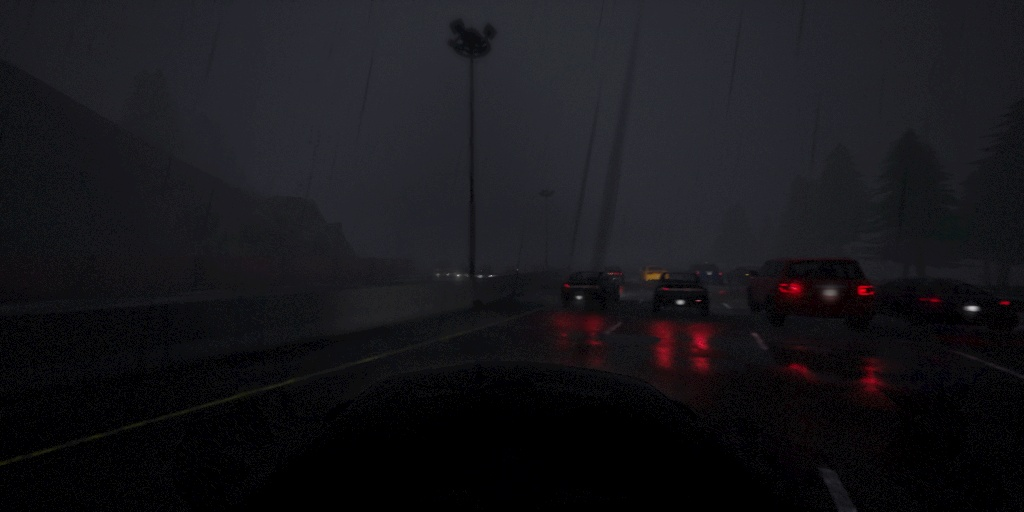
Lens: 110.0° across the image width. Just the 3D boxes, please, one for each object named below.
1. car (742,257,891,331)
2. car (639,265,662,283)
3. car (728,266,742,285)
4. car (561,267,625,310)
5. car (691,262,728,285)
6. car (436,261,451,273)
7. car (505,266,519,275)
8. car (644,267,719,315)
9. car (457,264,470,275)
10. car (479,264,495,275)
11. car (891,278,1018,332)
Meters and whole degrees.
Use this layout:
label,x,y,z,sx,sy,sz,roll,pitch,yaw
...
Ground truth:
label,x,y,z,sx,sy,sz,roll,pitch,yaw
car,9.335,1.057,11.698,2.150,2.045,5.566,-1,-1,25
car,12.295,1.560,31.320,1.882,1.535,5.008,0,0,13
car,18.913,1.539,28.898,1.812,1.442,4.674,0,-1,13
car,3.584,1.415,15.950,2.128,1.511,4.902,-1,-1,24
car,15.371,1.387,29.114,2.097,1.767,4.553,0,-1,13
car,-11.626,1.835,60.599,2.150,2.045,5.566,0,-1,-11
car,-0.082,2.034,52.150,1.895,1.301,4.718,0,-1,-3
car,6.683,1.376,14.326,2.128,1.511,4.902,-1,-1,24
car,-7.271,1.983,54.503,1.882,1.535,5.008,0,-1,-6
car,-3.584,1.951,51.514,1.837,1.490,4.892,0,-1,-3
car,12.973,1.373,11.298,1.994,1.385,4.181,-1,-1,24
